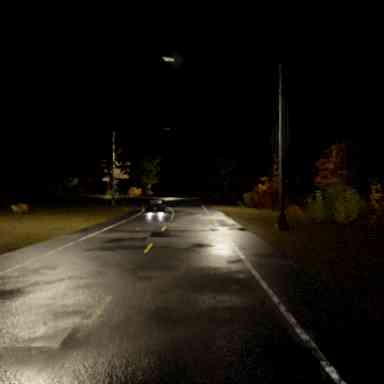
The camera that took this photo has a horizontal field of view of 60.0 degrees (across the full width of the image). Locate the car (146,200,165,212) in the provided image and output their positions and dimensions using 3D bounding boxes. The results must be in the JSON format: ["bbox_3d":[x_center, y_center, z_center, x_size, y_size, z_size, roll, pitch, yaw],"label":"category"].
[{"bbox_3d":[-4.135,1.585,38.087,1.994,1.385,4.181,0,0,-5],"label":"car"}]
